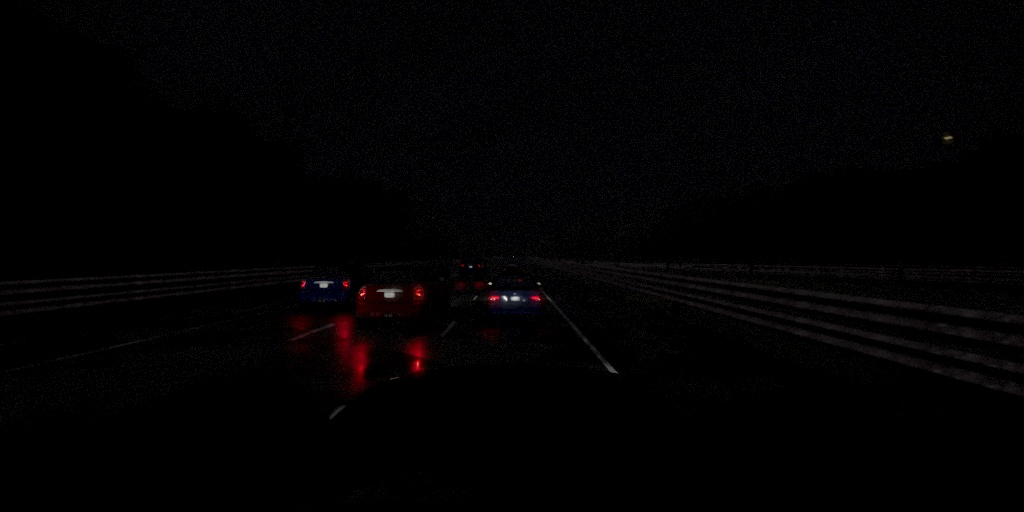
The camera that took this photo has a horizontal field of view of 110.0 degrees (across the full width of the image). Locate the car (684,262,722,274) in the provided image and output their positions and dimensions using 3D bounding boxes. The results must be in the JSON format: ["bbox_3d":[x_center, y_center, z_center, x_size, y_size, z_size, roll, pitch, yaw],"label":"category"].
[{"bbox_3d":[23.988,1.472,45.052,2.163,1.488,4.792,0,0,-21],"label":"car"}]

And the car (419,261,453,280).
[{"bbox_3d":[-6.908,1.270,33.161,2.128,1.511,4.902,0,0,0],"label":"car"}]

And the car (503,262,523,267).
[{"bbox_3d":[0.092,1.307,34.210,1.812,1.442,4.674,0,0,0],"label":"car"}]

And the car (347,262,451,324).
[{"bbox_3d":[-3.402,1.105,12.104,2.097,1.767,4.553,0,0,0],"label":"car"}]

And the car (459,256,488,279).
[{"bbox_3d":[-3.412,0.999,32.435,2.150,2.045,5.566,0,0,0],"label":"car"}]

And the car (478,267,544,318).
[{"bbox_3d":[0.098,1.301,13.016,2.033,1.411,5.357,0,0,0],"label":"car"}]

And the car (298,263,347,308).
[{"bbox_3d":[-6.904,1.108,15.274,2.097,1.767,4.553,0,0,0],"label":"car"}]
